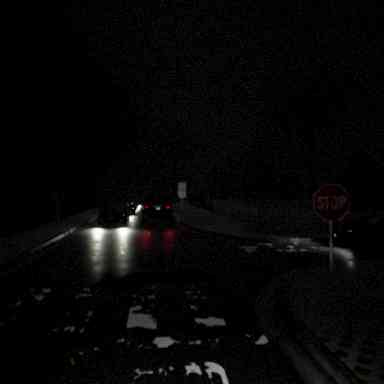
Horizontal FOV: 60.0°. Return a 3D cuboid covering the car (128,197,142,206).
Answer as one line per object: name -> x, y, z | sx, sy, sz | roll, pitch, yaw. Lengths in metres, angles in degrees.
car -> -9.214, 1.478, 53.954 | 1.895, 1.301, 4.718 | 0, 0, -4

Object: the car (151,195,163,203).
car -> -6.736, 1.394, 65.213 | 1.882, 1.535, 5.008 | 0, 0, 0

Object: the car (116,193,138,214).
car -> -6.788, 1.105, 33.630 | 2.150, 2.045, 5.566 | 0, 0, -8

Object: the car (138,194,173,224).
car -> -2.573, 1.156, 24.259 | 2.150, 2.045, 5.566 | 0, 0, -8

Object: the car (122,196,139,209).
car -> -8.101, 1.371, 43.906 | 1.837, 1.490, 4.892 | 0, 0, -6

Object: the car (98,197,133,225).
car -> -5.437, 1.399, 23.484 | 1.882, 1.535, 5.008 | 0, 0, -8

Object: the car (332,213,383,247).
car -> 8.775, 1.704, 15.220 | 4.674, 1.442, 1.812 | 1, -3, -5
